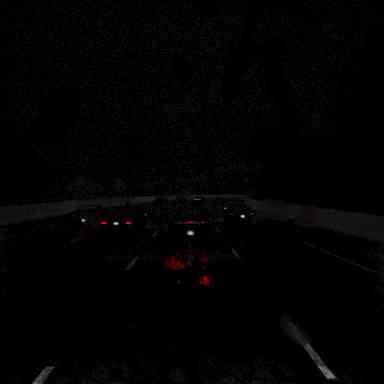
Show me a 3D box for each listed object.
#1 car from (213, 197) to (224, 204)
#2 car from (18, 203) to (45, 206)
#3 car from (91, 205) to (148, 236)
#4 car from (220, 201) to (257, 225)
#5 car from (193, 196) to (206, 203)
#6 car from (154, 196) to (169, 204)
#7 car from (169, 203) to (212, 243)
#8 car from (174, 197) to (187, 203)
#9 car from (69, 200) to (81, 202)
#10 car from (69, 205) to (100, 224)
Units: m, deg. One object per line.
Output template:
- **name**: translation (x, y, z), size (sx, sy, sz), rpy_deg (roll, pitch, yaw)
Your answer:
- **car**: translation (4.936, 1.581, 61.653), size (1.994, 1.385, 4.181), rpy_deg (0, 0, 8)
- **car**: translation (-21.345, 1.470, 44.967), size (2.033, 1.411, 5.357), rpy_deg (0, 0, 2)
- **car**: translation (-3.608, 1.534, 18.171), size (2.033, 1.411, 5.357), rpy_deg (0, 0, -1)
- **car**: translation (3.332, 1.576, 23.922), size (1.994, 1.385, 4.181), rpy_deg (0, 0, -1)
- **car**: translation (1.407, 1.496, 61.757), size (2.128, 1.511, 4.902), rpy_deg (0, 0, 8)
- **car**: translation (-5.694, 1.505, 61.417), size (1.812, 1.442, 4.674), rpy_deg (0, 0, 8)
- **car**: translation (-0.087, 1.491, 16.168), size (2.128, 1.511, 4.902), rpy_deg (0, 0, -1)
- **car**: translation (-2.112, 1.556, 61.684), size (1.994, 1.385, 4.181), rpy_deg (0, 0, 8)
- **car**: translation (-17.691, 1.428, 47.999), size (2.128, 1.511, 4.902), rpy_deg (0, 0, 3)
- **car**: translation (-7.171, 1.575, 24.112), size (1.895, 1.301, 4.718), rpy_deg (0, 0, -1)
